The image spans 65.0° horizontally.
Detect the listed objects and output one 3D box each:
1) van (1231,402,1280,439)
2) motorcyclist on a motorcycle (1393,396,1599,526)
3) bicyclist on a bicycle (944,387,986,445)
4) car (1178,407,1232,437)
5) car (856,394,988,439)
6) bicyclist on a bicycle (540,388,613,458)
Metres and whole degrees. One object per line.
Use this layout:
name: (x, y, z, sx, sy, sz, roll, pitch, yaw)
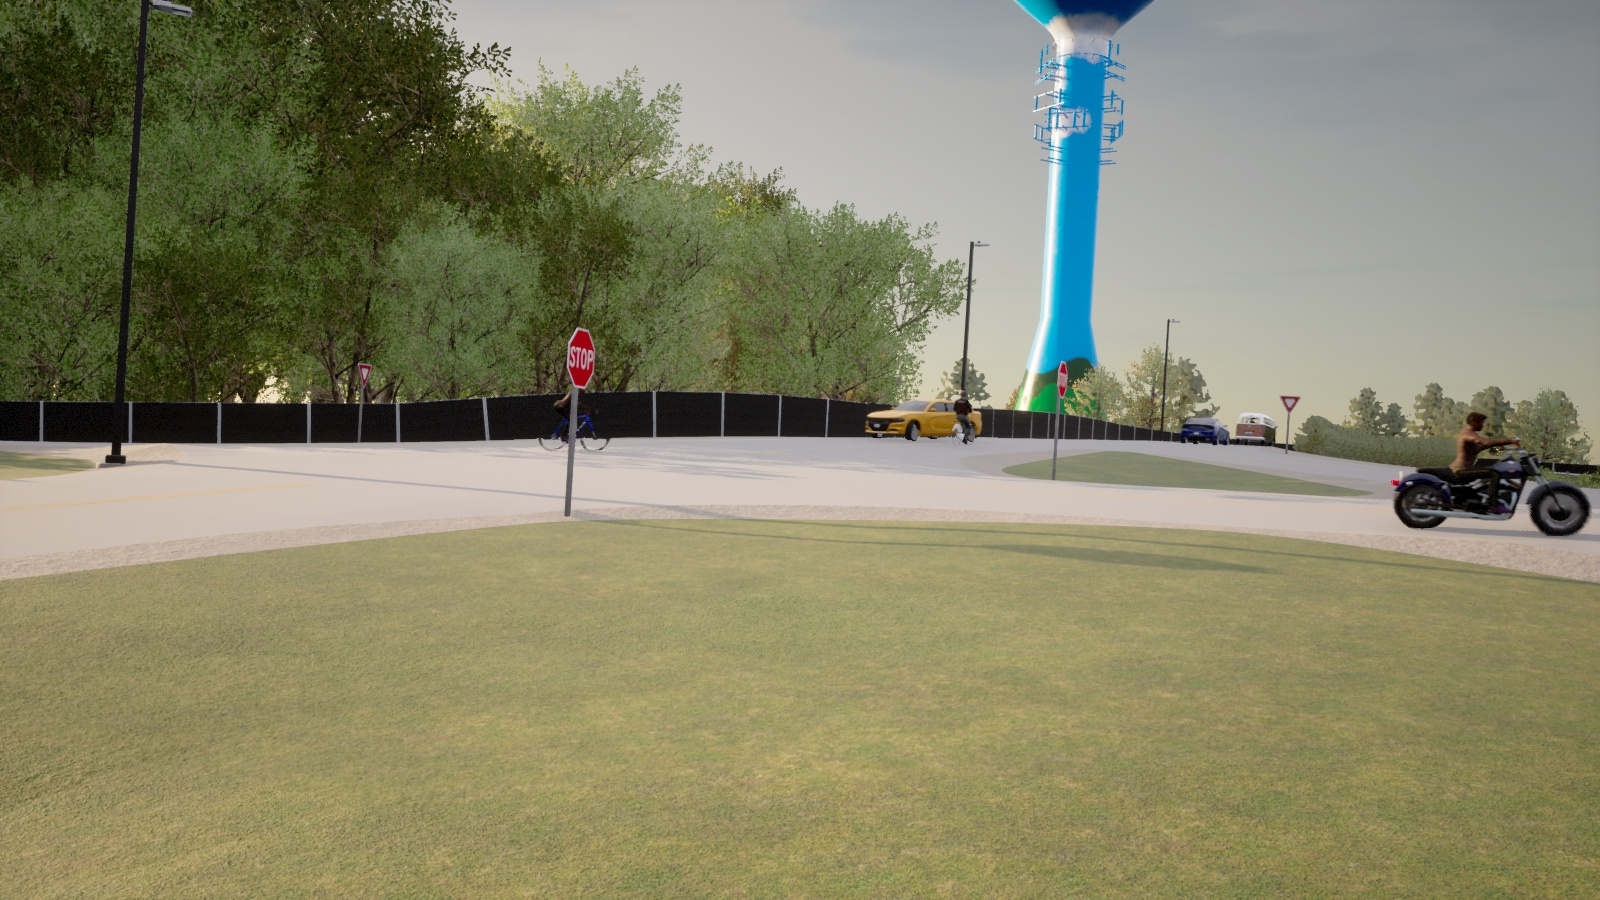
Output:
van: (29.222, -1.858, 80.475, 2.069, 2.038, 4.480, 2, -1, 31)
motorcyclist on a motorcycle: (9.240, 0.109, 16.713, 2.350, 1.649, 0.766, 1, 2, 21)
bicyclist on a bicycle: (5.244, -1.089, 39.874, 0.659, 1.776, 1.843, 2, 3, 29)
car: (22.435, -1.527, 69.428, 1.882, 1.535, 5.008, 2, 2, 29)
car: (4.443, -1.205, 45.133, 5.008, 1.535, 1.882, -1, 3, -44)
bicyclist on a bicycle: (-5.262, -0.640, 29.553, 1.656, 1.620, 0.582, 0, 2, -14)
